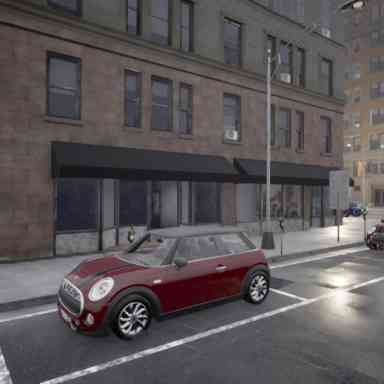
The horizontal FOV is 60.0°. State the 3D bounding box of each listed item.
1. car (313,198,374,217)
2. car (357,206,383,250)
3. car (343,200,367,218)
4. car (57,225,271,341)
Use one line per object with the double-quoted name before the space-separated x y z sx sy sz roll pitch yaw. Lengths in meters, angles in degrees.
"car" 14.452 1.414 32.054 2.128 1.511 4.902 1 0 -36
"car" 8.516 1.444 12.879 4.097 1.590 1.967 0 0 -36
"car" 12.325 1.122 29.458 2.150 2.045 5.566 1 0 -36
"car" -0.411 1.441 6.473 4.097 1.590 1.967 0 0 -36
